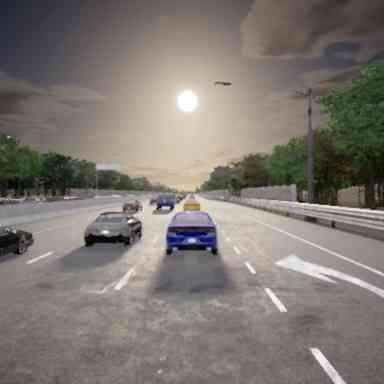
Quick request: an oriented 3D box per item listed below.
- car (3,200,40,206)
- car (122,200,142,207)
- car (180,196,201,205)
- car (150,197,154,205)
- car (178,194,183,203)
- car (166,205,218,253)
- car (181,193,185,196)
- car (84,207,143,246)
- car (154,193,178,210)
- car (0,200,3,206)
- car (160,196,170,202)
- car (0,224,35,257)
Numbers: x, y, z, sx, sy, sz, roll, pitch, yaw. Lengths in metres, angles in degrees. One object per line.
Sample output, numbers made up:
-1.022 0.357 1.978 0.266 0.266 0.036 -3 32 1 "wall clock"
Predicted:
-17.597 1.626 35.845 2.033 1.411 5.357 0 0 0 "car"
-7.017 1.612 39.279 1.812 1.442 4.674 0 0 0 "car"
-0.015 1.559 37.548 1.882 1.535 5.008 0 0 0 "car"
-7.028 1.659 64.775 1.837 1.490 4.892 0 0 0 "car"
-3.530 1.722 70.691 1.994 1.385 4.181 0 0 0 "car"
-0.004 1.505 13.759 1.882 1.535 5.008 0 0 0 "car"
-3.539 1.734 92.840 1.837 1.490 4.892 0 0 0 "car"
-3.505 1.595 15.468 1.994 1.385 4.181 0 0 0 "car"
-3.523 1.322 45.266 2.150 2.045 5.566 0 0 0 "car"
-21.095 1.605 35.839 1.812 1.442 4.674 0 0 0 "car"
-7.036 1.739 86.064 2.128 1.511 4.902 0 0 0 "car"
-7.006 1.568 10.391 2.033 1.411 5.357 0 0 0 "car"
